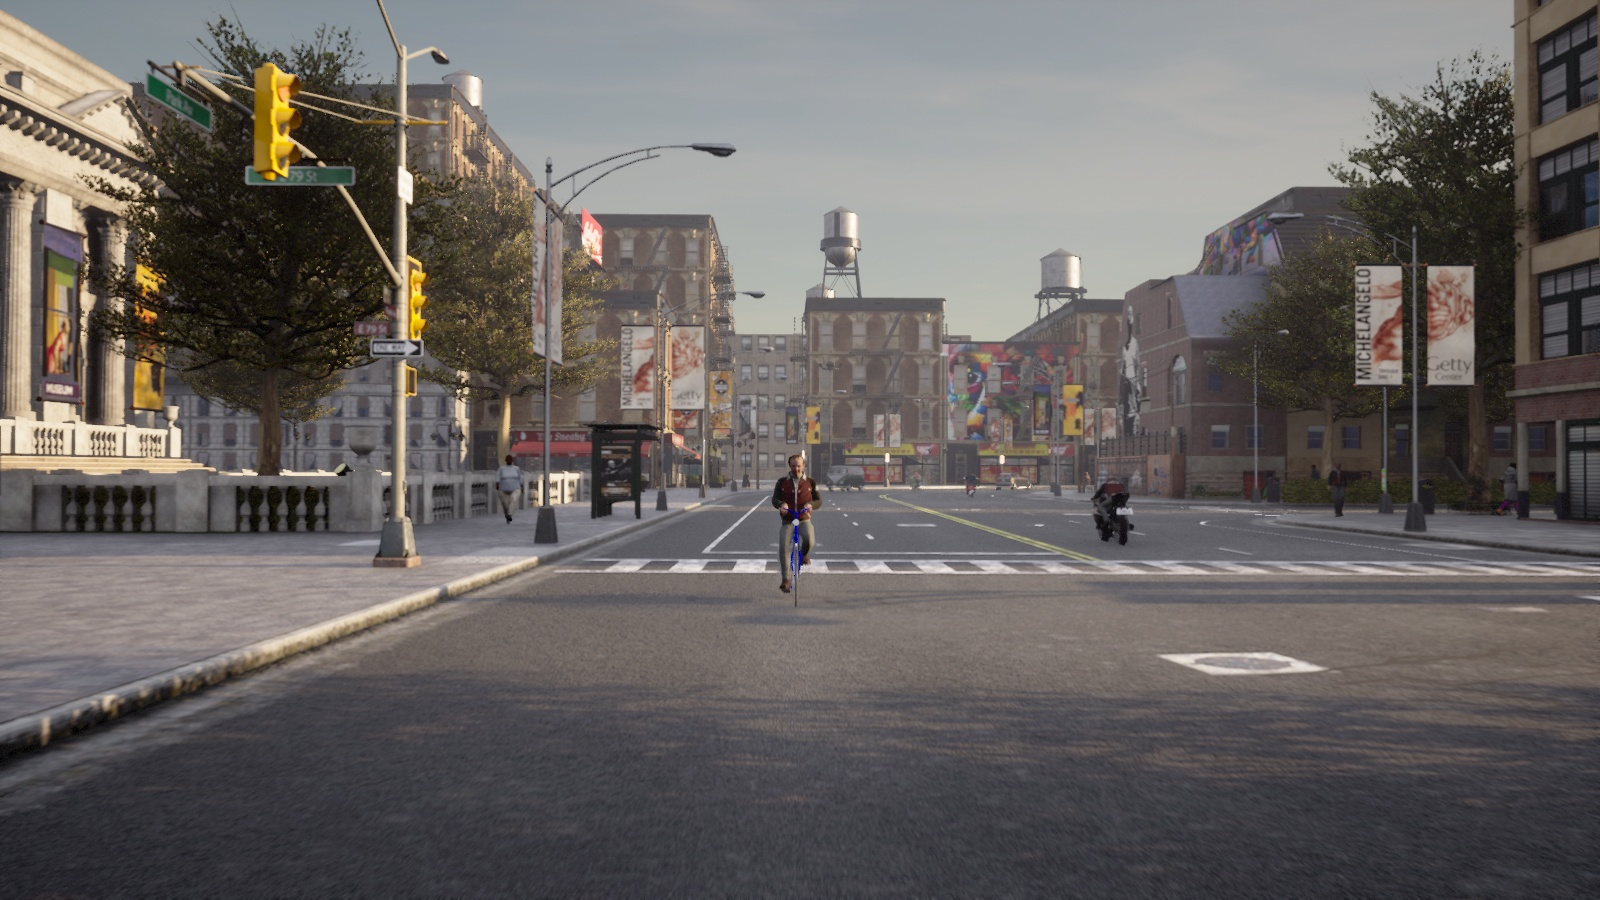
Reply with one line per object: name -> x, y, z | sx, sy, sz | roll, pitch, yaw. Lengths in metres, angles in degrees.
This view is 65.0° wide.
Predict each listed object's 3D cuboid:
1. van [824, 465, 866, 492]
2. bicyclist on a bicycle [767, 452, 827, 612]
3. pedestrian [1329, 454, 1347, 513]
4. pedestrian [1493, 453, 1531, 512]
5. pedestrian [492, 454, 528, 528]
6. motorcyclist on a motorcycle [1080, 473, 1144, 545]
van -> 3.415, 2.143, 94.928 | 1.775, 1.987, 4.442 | -1, -1, 22
bicyclist on a bicycle -> -0.039, 0.935, 14.901 | 0.659, 1.776, 1.843 | 0, -1, 0
pedestrian -> 17.115, 1.072, 39.964 | 0.376, 1.854, 0.720 | 0, -1, 12
pedestrian -> 23.936, 1.083, 42.239 | 0.873, 1.952, 0.659 | 0, -1, 2
pedestrian -> -7.453, 1.042, 32.333 | 0.874, 1.855, 0.900 | 0, -1, -11
motorcyclist on a motorcycle -> 6.929, 1.291, 28.001 | 0.866, 1.530, 2.191 | 0, -1, 0
